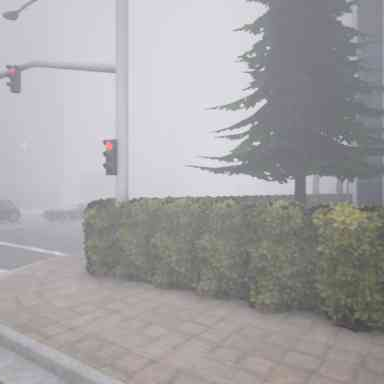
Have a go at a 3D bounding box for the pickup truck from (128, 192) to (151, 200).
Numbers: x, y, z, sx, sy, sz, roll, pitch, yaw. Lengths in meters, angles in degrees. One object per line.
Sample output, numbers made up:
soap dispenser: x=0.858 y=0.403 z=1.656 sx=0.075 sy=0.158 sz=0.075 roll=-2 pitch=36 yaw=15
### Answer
pickup truck: x=-9.658 y=1.010 z=53.308 sx=6.274 sy=2.098 sz=2.390 roll=0 pitch=0 yaw=-24

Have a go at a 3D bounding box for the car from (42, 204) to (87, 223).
car: x=-8.954 y=1.573 z=25.608 sx=1.895 sy=1.301 sz=4.718 roll=0 pitch=0 yaw=35

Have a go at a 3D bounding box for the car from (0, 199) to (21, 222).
car: x=-14.767 y=1.320 z=23.580 sx=2.097 sy=1.767 sz=4.553 roll=0 pitch=0 yaw=37
